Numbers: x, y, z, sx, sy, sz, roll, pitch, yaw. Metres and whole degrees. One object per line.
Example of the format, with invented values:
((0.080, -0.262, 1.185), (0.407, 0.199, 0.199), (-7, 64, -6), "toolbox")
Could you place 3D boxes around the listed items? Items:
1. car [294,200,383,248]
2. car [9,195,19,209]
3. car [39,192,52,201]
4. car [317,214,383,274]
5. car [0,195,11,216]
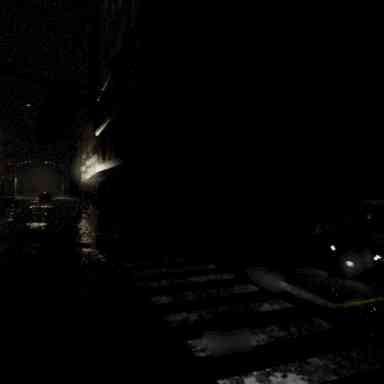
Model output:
((6.280, 1.235, 12.461), (5.009, 1.841, 2.192), (1, 2, -23), "car")
((-19.579, 1.014, 35.284), (1.994, 1.385, 4.181), (1, 0, -23), "car")
((-24.942, 0.772, 56.566), (1.882, 1.535, 5.008), (1, 0, -22), "car")
((6.582, 1.512, 9.716), (5.357, 1.411, 2.033), (1, 1, -22), "car")
((-15.758, 1.159, 26.019), (1.895, 1.301, 4.718), (1, 0, -22), "car")
